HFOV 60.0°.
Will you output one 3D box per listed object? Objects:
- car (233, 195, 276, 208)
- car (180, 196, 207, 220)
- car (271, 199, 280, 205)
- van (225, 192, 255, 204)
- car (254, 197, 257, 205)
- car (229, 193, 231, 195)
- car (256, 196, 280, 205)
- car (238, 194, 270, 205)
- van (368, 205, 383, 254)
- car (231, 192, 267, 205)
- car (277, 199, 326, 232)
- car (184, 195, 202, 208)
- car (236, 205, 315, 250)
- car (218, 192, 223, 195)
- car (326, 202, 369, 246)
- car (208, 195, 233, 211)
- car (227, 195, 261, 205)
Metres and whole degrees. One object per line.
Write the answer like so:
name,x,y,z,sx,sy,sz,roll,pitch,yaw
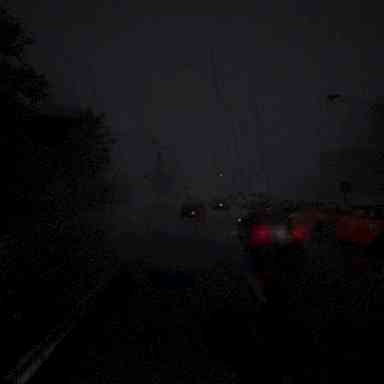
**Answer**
car,8.068,1.227,43.019,5.008,1.535,2.097,1,0,-20
car,0.096,1.314,26.054,1.882,1.535,5.008,0,0,0
car,8.092,1.393,22.161,4.792,1.488,2.163,1,0,-20
van,7.954,0.967,54.908,4.442,1.987,1.878,1,0,-20
car,8.060,1.353,28.114,4.674,1.452,2.002,1,0,-20
car,8.055,1.219,46.005,4.892,1.521,2.231,1,0,-20
car,7.892,1.331,25.065,5.366,1.575,1.946,1,1,-20
car,8.073,1.256,37.054,4.892,1.521,2.231,1,1,-20
van,7.963,1.234,10.160,4.442,1.987,1.878,1,1,-20
car,8.092,0.988,40.054,5.566,2.045,2.435,1,0,-20
car,7.892,1.386,19.099,5.366,1.575,1.946,1,1,-20
car,0.092,1.228,42.848,2.128,1.511,4.902,0,0,0
car,3.097,1.489,14.047,2.033,1.411,5.357,0,0,0
car,7.887,1.183,57.868,5.366,1.575,1.946,1,0,-20
car,8.040,1.315,13.188,4.553,1.767,2.185,1,0,-20
car,3.093,1.325,37.357,1.994,1.385,4.181,0,0,0
car,8.086,1.231,51.982,4.792,1.488,2.163,1,0,-20
